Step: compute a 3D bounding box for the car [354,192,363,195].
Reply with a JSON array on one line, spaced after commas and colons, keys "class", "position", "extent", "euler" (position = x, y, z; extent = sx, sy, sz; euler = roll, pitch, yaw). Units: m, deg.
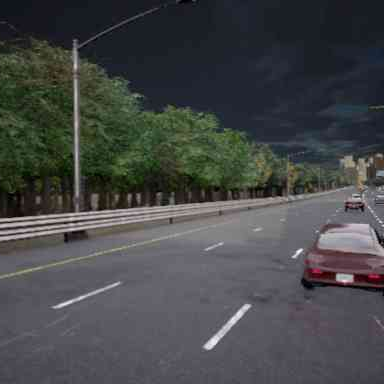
[{"class": "car", "position": [33.730, 1.259, 68.551], "extent": [1.837, 1.490, 4.892], "euler": [-1, 0, 27]}]

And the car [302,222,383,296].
[{"class": "car", "position": [4.006, 1.511, 8.575], "extent": [1.812, 1.442, 4.674], "euler": [-1, 0, 26]}]

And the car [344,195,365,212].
[{"class": "car", "position": [18.295, 1.383, 37.488], "extent": [1.882, 1.535, 5.008], "euler": [-1, 0, 26]}]

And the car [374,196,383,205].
[{"class": "car", "position": [29.249, 1.328, 51.514], "extent": [2.033, 1.411, 5.357], "euler": [-1, 0, 26]}]
